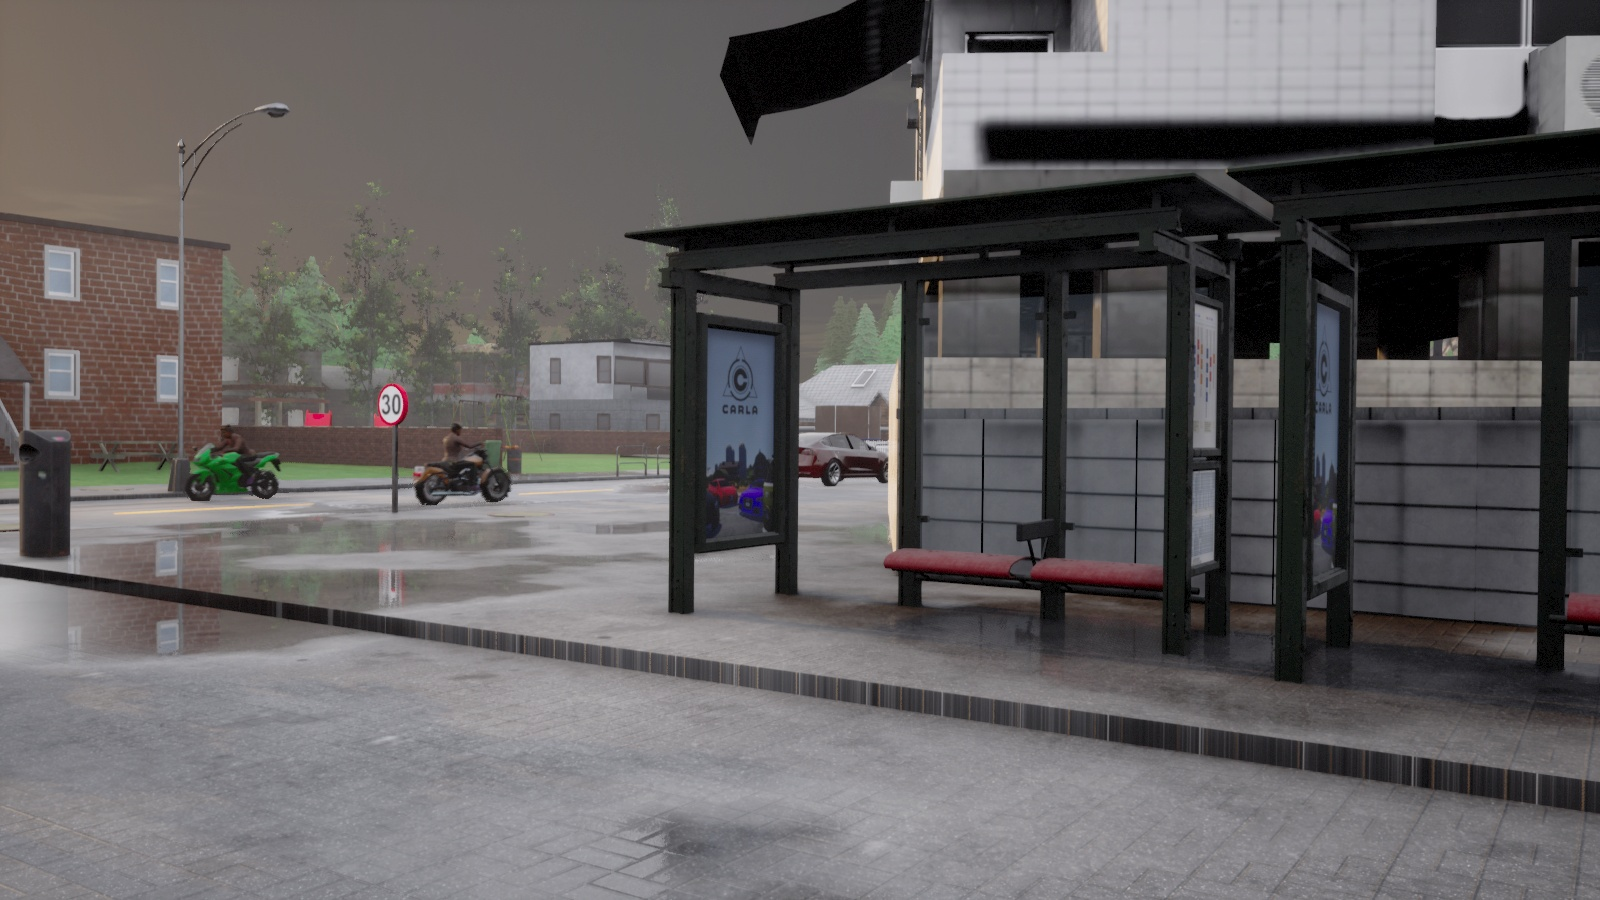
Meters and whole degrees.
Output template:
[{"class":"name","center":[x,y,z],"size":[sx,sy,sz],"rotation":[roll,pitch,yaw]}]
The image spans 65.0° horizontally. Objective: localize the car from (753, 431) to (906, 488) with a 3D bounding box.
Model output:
[{"class":"car","center":[0.929,0.225,36.195],"size":[2.163,1.488,4.792],"rotation":[0,1,34]}]

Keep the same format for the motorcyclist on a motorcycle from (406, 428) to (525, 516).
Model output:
[{"class":"motorcyclist on a motorcycle","center":[-6.587,0.398,24.880],"size":[0.766,1.649,2.350],"rotation":[0,1,34]}]

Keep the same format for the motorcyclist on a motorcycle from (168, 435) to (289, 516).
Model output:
[{"class":"motorcyclist on a motorcycle","center":[-11.330,0.471,24.958],"size":[0.797,1.523,2.044],"rotation":[0,1,34]}]
